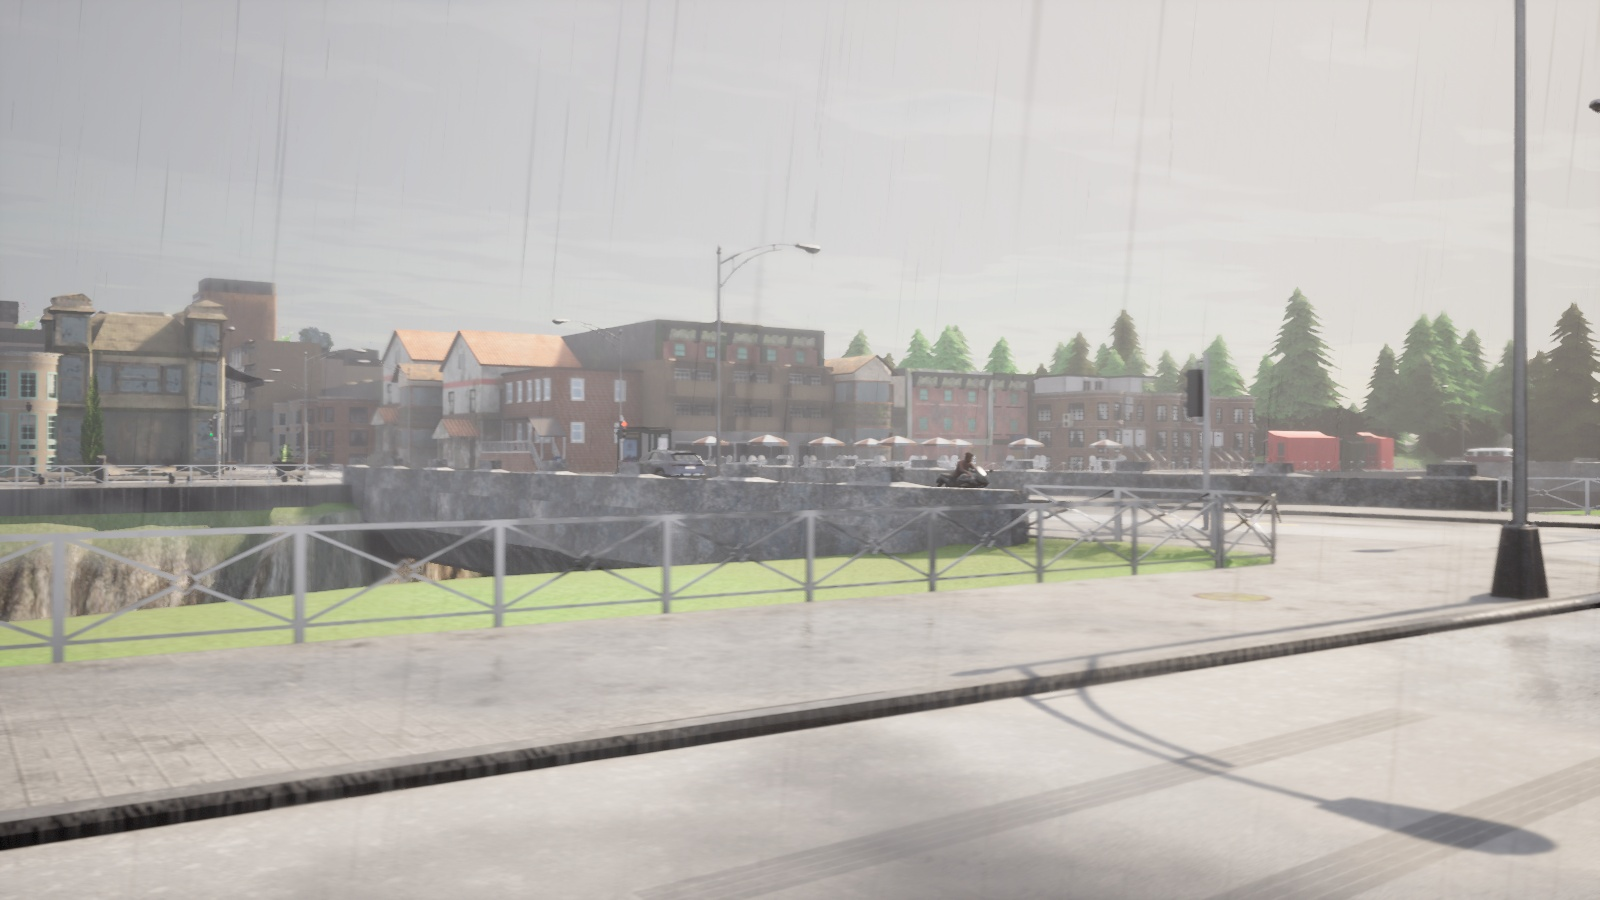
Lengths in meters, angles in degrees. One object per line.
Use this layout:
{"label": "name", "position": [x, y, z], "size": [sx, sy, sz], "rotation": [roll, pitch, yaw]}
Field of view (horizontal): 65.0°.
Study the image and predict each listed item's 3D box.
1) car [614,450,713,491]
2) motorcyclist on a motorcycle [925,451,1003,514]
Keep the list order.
{"label": "car", "position": [-5.793, 0.816, 52.703], "size": [2.033, 1.649, 4.856], "rotation": [0, 0, -35]}
{"label": "motorcyclist on a motorcycle", "position": [4.098, 0.796, 31.542], "size": [0.797, 1.523, 2.044], "rotation": [0, 0, -34]}
